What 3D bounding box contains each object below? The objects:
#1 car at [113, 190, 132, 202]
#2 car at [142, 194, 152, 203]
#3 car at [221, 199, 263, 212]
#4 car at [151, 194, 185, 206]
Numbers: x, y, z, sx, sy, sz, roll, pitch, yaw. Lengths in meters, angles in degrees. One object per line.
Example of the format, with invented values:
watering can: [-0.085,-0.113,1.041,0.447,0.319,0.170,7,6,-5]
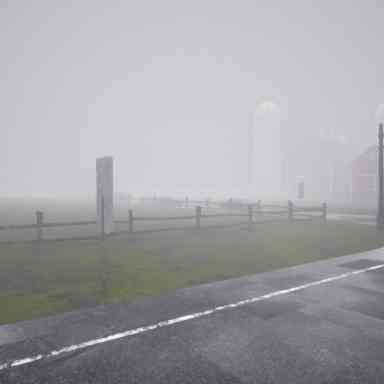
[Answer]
car: [-12.857,0.684,60.264,2.150,2.045,5.566,-1,1,-36]
car: [-7.209,1.071,57.307,1.994,1.385,4.181,-1,1,-36]
car: [5.225,1.373,34.996,1.895,1.301,4.718,-1,1,-36]
car: [-3.122,1.185,46.593,2.033,1.411,5.357,-1,1,-36]
